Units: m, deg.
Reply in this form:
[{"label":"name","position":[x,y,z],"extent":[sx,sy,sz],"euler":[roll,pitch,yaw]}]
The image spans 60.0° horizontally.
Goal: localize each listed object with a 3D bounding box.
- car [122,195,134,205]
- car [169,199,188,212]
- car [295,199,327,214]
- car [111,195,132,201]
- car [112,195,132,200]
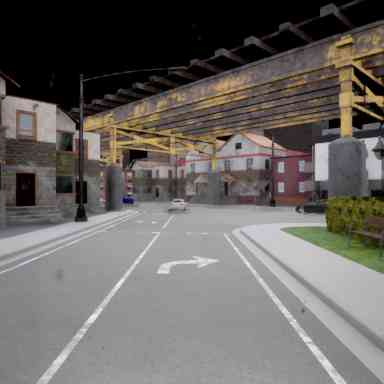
[{"label":"car","position":[-12.144,1.477,57.995],"extent":[1.882,1.535,5.008],"euler":[0,0,-45]},{"label":"car","position":[-1.613,1.525,39.557],"extent":[1.812,1.442,4.674],"euler":[0,0,4]},{"label":"car","position":[12.675,1.505,32.953],"extent":[1.837,1.490,4.892],"euler":[0,0,-45]},{"label":"car","position":[-16.954,1.452,80.078],"extent":[4.974,1.542,2.038],"euler":[0,0,-15]},{"label":"car","position":[-16.904,1.295,80.091],"extent":[4.536,1.218,1.853],"euler":[0,0,-15]}]
